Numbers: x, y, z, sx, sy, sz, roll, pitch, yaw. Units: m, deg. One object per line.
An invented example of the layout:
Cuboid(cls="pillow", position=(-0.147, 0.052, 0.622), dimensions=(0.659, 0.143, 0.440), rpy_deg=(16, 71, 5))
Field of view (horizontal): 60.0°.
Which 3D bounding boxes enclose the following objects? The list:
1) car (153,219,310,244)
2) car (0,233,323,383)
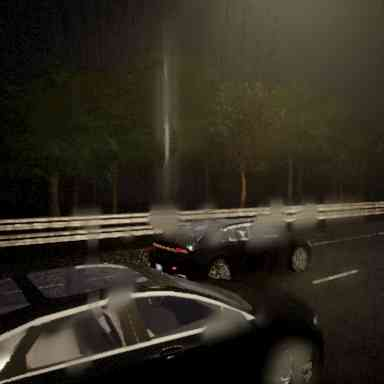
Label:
Cuboid(cls="car", position=(1.214, 1.475, 8.931), dimensions=(4.902, 1.511, 2.128), rpy_deg=(0, 0, -36))
Cuboid(cls="car", position=(-0.692, 1.489, 3.257), dimensions=(4.902, 1.511, 2.128), rpy_deg=(0, 0, -36))
